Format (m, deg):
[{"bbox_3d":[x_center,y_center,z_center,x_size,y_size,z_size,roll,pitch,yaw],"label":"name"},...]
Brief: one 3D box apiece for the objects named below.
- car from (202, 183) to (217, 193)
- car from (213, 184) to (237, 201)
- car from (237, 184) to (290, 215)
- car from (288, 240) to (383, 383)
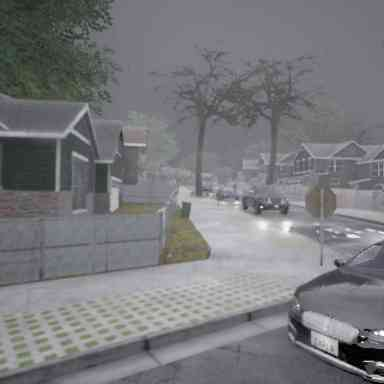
[{"bbox_3d":[2.265,-0.597,55.298,2.033,1.411,5.357,1,2,-5],"label":"car"},{"bbox_3d":[3.976,0.182,37.133,1.812,1.442,4.674,1,2,-6],"label":"car"},{"bbox_3d":[5.237,0.455,24.364,2.150,2.045,5.566,1,2,-6],"label":"car"},{"bbox_3d":[3.625,1.539,5.275,4.902,1.511,2.128,0,0,-33],"label":"car"}]
